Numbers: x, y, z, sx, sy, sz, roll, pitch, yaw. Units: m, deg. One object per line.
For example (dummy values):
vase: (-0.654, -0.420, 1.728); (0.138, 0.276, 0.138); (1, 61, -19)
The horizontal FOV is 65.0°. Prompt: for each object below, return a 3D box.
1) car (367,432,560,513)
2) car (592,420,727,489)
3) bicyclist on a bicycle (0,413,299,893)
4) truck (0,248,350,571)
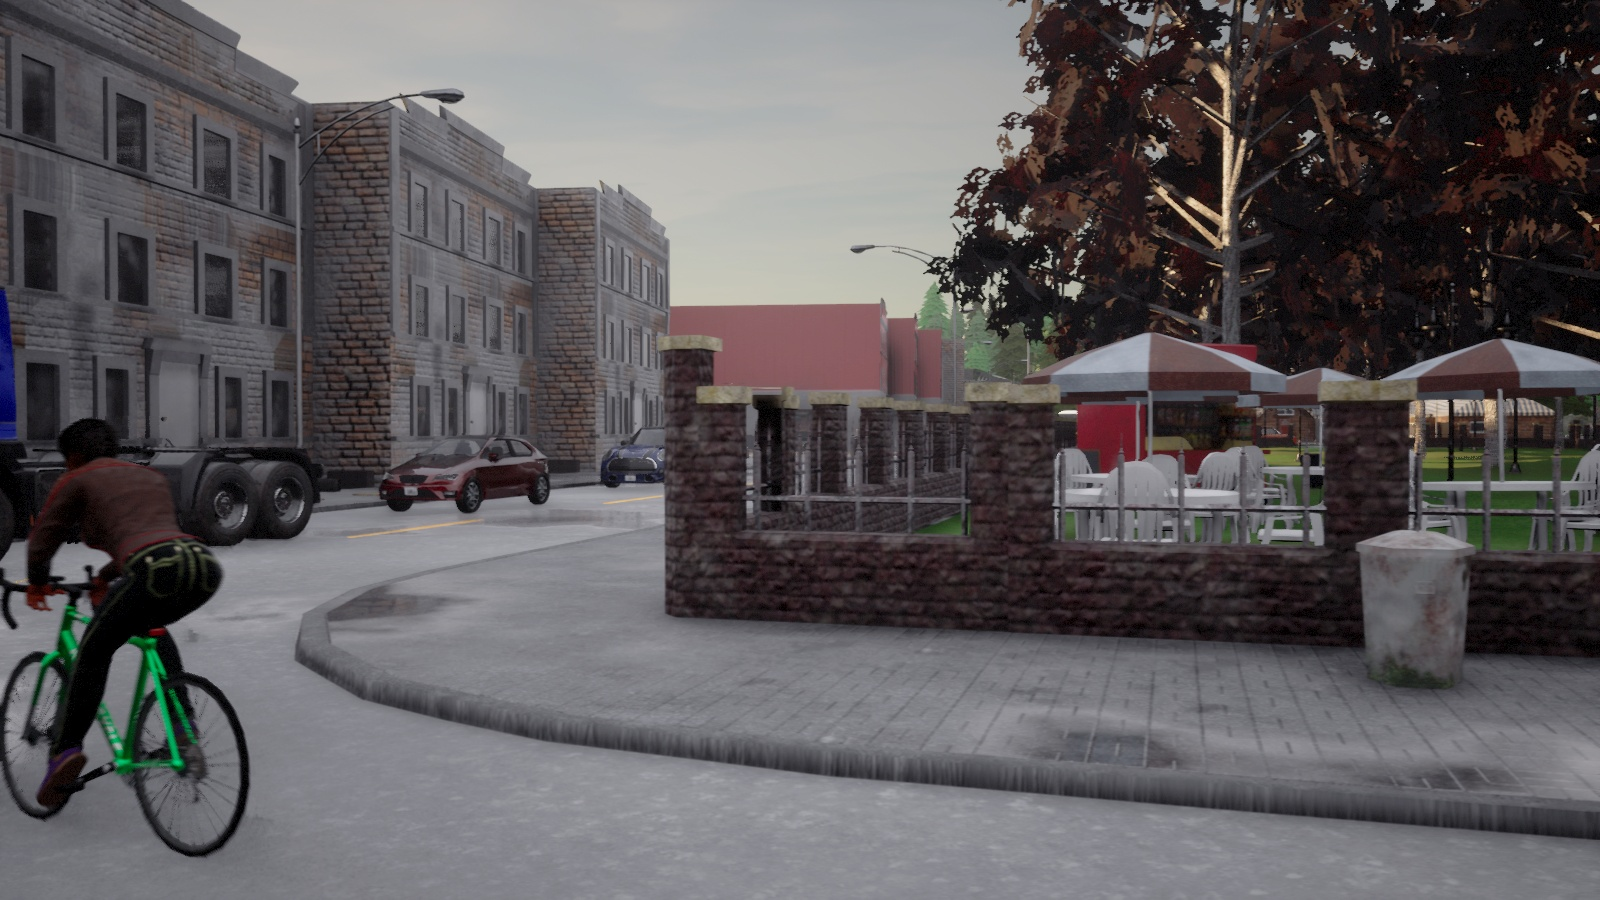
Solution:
car: (-6.620, 0.382, 25.206); (1.816, 1.474, 4.193); (1, 1, 16)
car: (-3.798, 0.086, 34.763); (2.097, 1.767, 4.553); (1, 1, 16)
bicyclist on a bicycle: (-2.766, 0.682, 4.908); (1.656, 1.620, 0.582); (1, 0, 30)
truck: (-9.388, -0.474, 15.792); (2.891, 3.462, 7.936); (1, 1, 16)
